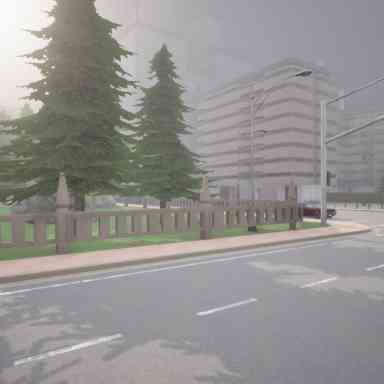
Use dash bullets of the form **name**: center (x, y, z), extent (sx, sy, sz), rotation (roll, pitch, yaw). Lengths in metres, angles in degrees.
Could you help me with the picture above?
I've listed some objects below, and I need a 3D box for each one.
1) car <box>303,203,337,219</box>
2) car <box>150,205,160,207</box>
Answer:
- **car**: center (10.103, 1.601, 29.056), extent (1.895, 1.301, 4.718), rotation (0, 0, -34)
- **car**: center (-4.810, 1.505, 50.206), extent (1.837, 1.490, 4.892), rotation (0, 0, -35)
